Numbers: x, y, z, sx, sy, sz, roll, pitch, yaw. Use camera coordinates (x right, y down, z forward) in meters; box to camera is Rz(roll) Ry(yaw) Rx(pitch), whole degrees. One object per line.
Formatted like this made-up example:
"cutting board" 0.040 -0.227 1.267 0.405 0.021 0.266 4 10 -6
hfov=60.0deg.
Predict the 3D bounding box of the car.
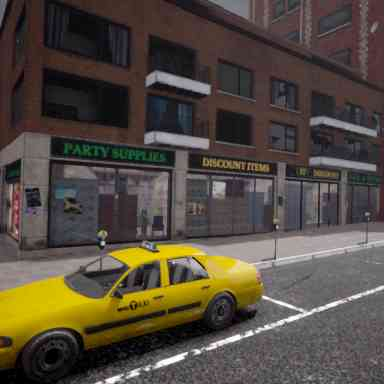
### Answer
"car" -0.940 1.527 5.401 4.829 1.417 1.752 0 2 -35
